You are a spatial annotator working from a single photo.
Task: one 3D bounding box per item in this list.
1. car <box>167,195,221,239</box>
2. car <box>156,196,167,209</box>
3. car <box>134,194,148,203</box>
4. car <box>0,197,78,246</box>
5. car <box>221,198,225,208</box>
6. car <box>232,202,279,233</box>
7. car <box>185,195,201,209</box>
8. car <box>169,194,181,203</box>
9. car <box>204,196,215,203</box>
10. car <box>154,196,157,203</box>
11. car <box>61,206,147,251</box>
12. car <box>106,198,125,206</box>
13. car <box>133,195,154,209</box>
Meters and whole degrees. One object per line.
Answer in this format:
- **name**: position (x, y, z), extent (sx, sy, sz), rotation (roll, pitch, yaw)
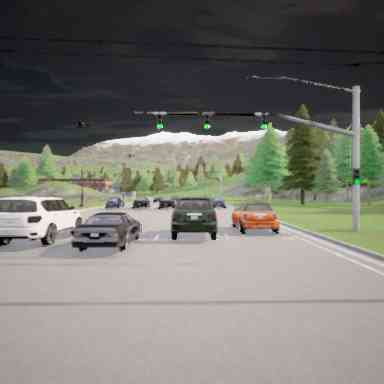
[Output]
- **car**: position (0.102, 1.223, 17.359), extent (2.150, 2.045, 5.566), rotation (0, 0, 0)
- **car**: position (-3.398, 1.482, 45.677), extent (1.882, 1.535, 5.008), rotation (0, 0, 0)
- **car**: position (-10.498, 1.362, 68.638), extent (2.097, 1.767, 4.553), rotation (0, 0, 0)
- **car**: position (-6.898, 1.223, 15.359), extent (2.150, 2.045, 5.566), rotation (0, 0, 0)
- **car**: position (3.601, 1.530, 47.000), extent (1.812, 1.442, 4.674), rotation (0, 0, 0)
- **car**: position (3.602, 1.354, 19.647), extent (2.097, 1.767, 4.553), rotation (0, 0, 0)
- **car**: position (0.102, 1.357, 47.287), extent (2.097, 1.767, 4.553), rotation (0, 0, 0)
- **car**: position (-3.498, 1.362, 68.590), extent (2.097, 1.767, 4.553), rotation (0, 0, 0)
- **car**: position (3.502, 1.549, 68.468), extent (2.033, 1.411, 5.357), rotation (0, 0, 0)
- **car**: position (-6.998, 1.531, 68.749), extent (1.812, 1.442, 4.674), rotation (0, 0, 0)
- **car**: position (-3.399, 1.549, 14.121), extent (2.033, 1.411, 5.357), rotation (0, 0, 0)
- **car**: position (-10.401, 1.530, 45.164), extent (1.812, 1.442, 4.674), rotation (0, 0, 0)
- **car**: position (-6.898, 1.482, 45.956), extent (1.882, 1.535, 5.008), rotation (0, 0, 0)
